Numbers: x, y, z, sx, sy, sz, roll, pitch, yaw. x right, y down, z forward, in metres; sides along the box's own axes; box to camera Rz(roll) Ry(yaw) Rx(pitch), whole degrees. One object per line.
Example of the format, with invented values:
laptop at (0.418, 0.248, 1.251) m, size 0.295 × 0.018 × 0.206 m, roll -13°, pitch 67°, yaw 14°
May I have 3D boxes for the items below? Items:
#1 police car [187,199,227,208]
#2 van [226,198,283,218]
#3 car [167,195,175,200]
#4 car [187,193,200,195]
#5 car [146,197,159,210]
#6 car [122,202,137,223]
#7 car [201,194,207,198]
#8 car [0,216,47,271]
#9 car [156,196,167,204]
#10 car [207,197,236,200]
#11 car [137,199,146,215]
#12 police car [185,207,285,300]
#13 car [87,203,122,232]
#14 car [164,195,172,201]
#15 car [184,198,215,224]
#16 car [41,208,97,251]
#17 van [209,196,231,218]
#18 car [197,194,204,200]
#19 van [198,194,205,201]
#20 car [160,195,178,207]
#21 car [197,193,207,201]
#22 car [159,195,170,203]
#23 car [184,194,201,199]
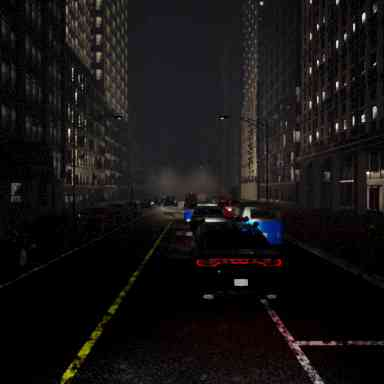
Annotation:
police car at (0.847, 1.421, 18.570) m, size 1.930 × 1.638 × 5.238 m, roll 0°, pitch 0°, yaw 0°
van at (2.641, 1.338, 14.119) m, size 1.690 × 1.788 × 3.998 m, roll -1°, pitch 0°, yaw 0°
car at (-5.976, 1.540, 93.665) m, size 1.947 × 1.339 × 4.313 m, roll -1°, pitch 0°, yaw 0°
car at (-0.175, 1.207, 59.499) m, size 2.150 × 2.045 × 5.566 m, roll 0°, pitch 0°, yaw 0°
car at (-5.823, 1.541, 42.512) m, size 2.008 × 1.369 × 4.403 m, roll -1°, pitch 0°, yaw 0°
car at (-5.772, 1.545, 25.461) m, size 2.008 × 1.369 × 4.403 m, roll -1°, pitch 0°, yaw 0°
car at (2.524, 1.538, 53.904) m, size 2.008 × 1.369 × 4.403 m, roll -1°, pitch 0°, yaw 0°
car at (-5.720, 1.549, 8.410) m, size 2.008 × 1.369 × 4.403 m, roll -1°, pitch 0°, yaw 0°
car at (-5.890, 1.566, 65.246) m, size 1.802 × 1.307 × 4.206 m, roll -1°, pitch 0°, yaw 0°
car at (2.607, 1.309, 25.486) m, size 2.192 × 1.841 × 5.009 m, roll -1°, pitch 0°, yaw 0°
car at (-5.788, 1.575, 31.145) m, size 1.802 × 1.307 × 4.206 m, roll -1°, pitch 0°, yaw 0°
police car at (0.877, 1.423, 8.569) m, size 1.930 × 1.638 × 5.238 m, roll 0°, pitch 0°, yaw 0°
car at (-5.754, 1.540, 19.777) m, size 1.887 × 1.381 × 4.507 m, roll -1°, pitch 0°, yaw 0°
car at (-5.941, 1.504, 82.127) m, size 1.752 × 1.417 × 4.829 m, roll -1°, pitch 0°, yaw 0°
car at (0.572, 1.472, 24.558) m, size 1.882 × 1.535 × 5.008 m, roll 0°, pitch 0°, yaw 6°
car at (-5.737, 1.563, 14.094) m, size 1.947 × 1.339 × 4.313 m, roll -1°, pitch 0°, yaw 0°
van at (2.590, 1.334, 31.170) m, size 1.690 × 1.788 × 3.998 m, roll -1°, pitch 0°, yaw 0°
car at (2.404, 1.414, 93.690) m, size 1.967 × 1.590 × 4.097 m, roll -1°, pitch 0°, yaw 0°
van at (2.420, 1.317, 88.006) m, size 1.690 × 1.788 × 3.998 m, roll -1°, pitch 0°, yaw 0°
car at (-3.143, 1.340, 49.259) m, size 2.097 × 1.767 × 4.553 m, roll 0°, pitch 0°, yaw 0°
car at (2.436, 1.293, 82.323) m, size 2.192 × 1.841 × 5.009 m, roll -1°, pitch 0°, yaw 0°
car at (-5.909, 1.422, 70.929) m, size 1.967 × 1.590 × 4.097 m, roll -1°, pitch 0°, yaw 0°
car at (-0.121, 1.467, 45.610) m, size 1.882 × 1.535 × 5.008 m, roll 0°, pitch 0°, yaw 0°
